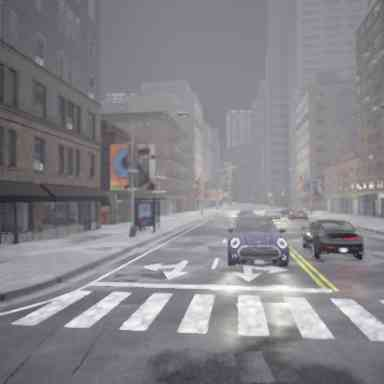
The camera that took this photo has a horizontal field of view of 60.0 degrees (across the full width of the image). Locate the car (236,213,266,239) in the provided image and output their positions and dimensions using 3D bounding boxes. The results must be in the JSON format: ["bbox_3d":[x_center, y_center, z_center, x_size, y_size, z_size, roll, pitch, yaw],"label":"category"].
[{"bbox_3d":[4.026,2.252,23.196,1.837,1.490,4.892,-1,-2,9],"label":"car"}]

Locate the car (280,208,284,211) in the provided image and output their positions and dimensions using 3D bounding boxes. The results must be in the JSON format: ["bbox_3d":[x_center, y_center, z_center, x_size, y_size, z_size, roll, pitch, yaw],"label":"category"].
[{"bbox_3d":[10.423,2.955,43.328,1.895,1.301,4.718,-1,-2,9],"label":"car"}]

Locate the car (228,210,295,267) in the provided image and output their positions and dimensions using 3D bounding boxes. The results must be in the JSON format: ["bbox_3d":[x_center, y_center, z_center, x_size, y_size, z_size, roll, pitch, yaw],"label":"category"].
[{"bbox_3d":[2.544,1.791,13.208,2.097,1.767,4.553,-1,-2,8],"label":"car"}]

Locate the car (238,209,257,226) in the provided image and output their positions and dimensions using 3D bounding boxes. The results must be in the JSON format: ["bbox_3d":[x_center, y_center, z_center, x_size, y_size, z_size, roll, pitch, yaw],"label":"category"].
[{"bbox_3d":[5.690,2.598,34.372,1.837,1.490,4.892,-1,-2,9],"label":"car"}]

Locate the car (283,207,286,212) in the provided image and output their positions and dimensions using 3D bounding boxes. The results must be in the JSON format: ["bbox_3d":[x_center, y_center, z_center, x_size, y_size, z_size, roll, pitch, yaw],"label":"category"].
[{"bbox_3d":[15.040,3.128,52.516,1.837,1.490,4.892,-1,-2,8],"label":"car"}]

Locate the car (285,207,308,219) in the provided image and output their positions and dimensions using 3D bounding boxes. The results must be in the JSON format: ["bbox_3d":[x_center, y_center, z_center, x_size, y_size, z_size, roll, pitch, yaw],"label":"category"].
[{"bbox_3d":[13.570,2.876,42.591,1.994,1.385,4.181,-1,-2,8],"label":"car"}]

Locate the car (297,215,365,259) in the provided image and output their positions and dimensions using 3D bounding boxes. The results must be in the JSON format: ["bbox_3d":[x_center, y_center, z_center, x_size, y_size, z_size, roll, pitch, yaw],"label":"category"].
[{"bbox_3d":[6.067,1.972,14.734,1.837,1.490,4.892,0,-2,11],"label":"car"}]
